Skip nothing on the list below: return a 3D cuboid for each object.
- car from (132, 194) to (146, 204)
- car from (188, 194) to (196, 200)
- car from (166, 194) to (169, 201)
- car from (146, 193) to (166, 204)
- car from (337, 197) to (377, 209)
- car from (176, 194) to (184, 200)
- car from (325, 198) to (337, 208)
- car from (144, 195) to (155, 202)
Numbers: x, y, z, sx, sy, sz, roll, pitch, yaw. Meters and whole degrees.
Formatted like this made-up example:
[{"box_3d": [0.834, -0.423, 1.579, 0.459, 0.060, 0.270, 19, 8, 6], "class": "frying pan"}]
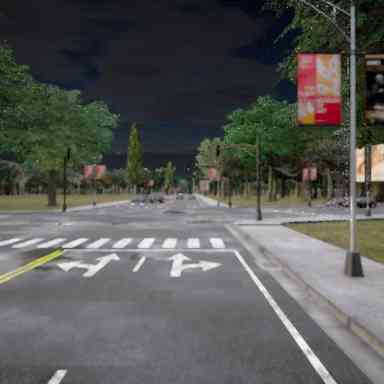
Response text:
[{"box_3d": [-9.767, 1.268, 61.551, 2.097, 1.767, 4.553, 0, 0, 1], "class": "car"}, {"box_3d": [0.015, 1.423, 85.906, 2.128, 1.511, 4.902, 0, 0, 0], "class": "car"}, {"box_3d": [-6.487, 1.261, 76.692, 2.097, 1.767, 4.553, 0, 0, 0], "class": "car"}, {"box_3d": [-6.516, 1.137, 61.457, 2.150, 2.045, 5.566, 0, 0, 1], "class": "car"}, {"box_3d": [22.195, 1.495, 44.133, 5.008, 1.535, 1.882, 0, 0, -23], "class": "car"}, {"box_3d": [-3.235, 1.422, 85.907, 2.128, 1.511, 4.902, 0, 0, 0], "class": "car"}, {"box_3d": [21.075, 1.521, 47.182, 4.902, 1.511, 2.128, 0, 0, -23], "class": "car"}, {"box_3d": [-9.737, 1.406, 76.427, 1.837, 1.490, 4.892, 0, 0, 0], "class": "car"}]
